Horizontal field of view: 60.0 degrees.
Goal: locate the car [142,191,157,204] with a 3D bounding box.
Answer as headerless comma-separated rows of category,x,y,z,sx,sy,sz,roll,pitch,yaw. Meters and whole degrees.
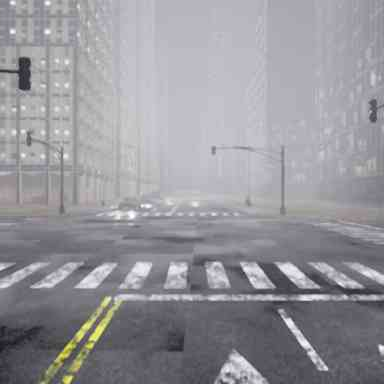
car,-7.139,1.086,51.892,2.128,1.511,4.902,0,0,0

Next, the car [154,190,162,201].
car,-7.297,0.678,68.121,2.150,2.045,5.566,0,1,-1

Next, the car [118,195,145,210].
car,-6.987,1.307,37.866,1.895,1.301,4.718,0,0,2
